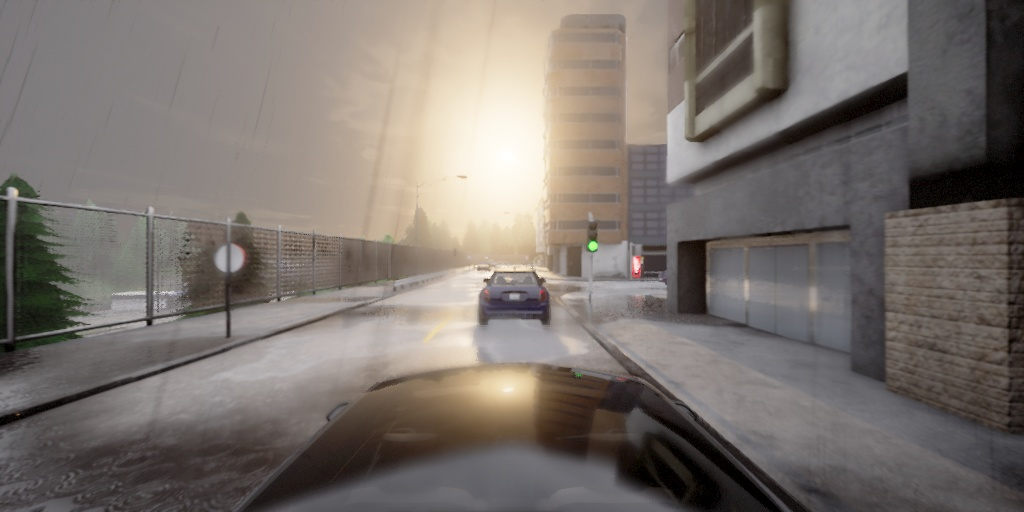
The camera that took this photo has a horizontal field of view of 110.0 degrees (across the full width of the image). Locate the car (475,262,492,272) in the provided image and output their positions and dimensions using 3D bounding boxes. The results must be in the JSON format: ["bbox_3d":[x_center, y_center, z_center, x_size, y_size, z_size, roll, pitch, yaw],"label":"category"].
[{"bbox_3d":[-4.052,1.542,52.073,2.033,1.411,5.357,0,0,0],"label":"car"}]

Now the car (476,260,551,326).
[{"bbox_3d":[0.083,1.152,12.031,2.097,1.767,4.553,0,0,0],"label":"car"}]

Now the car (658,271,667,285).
[{"bbox_3d":[12.349,1.385,24.246,4.674,1.442,1.812,0,-1,-1],"label":"car"}]
